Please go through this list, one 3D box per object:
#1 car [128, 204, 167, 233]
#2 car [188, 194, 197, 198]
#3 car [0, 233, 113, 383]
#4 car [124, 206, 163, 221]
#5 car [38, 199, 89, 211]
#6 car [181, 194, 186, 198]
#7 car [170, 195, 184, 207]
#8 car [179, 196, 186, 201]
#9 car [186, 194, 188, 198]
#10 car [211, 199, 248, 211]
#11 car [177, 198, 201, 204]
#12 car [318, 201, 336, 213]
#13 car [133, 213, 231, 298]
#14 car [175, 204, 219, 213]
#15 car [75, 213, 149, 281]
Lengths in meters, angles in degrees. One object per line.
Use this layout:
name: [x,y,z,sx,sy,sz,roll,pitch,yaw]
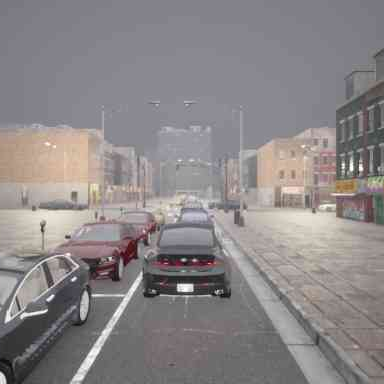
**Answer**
car: [-2.610,1.543,20.689,1.752,1.417,4.829,0,0,0]
car: [0.093,1.412,82.927,2.150,2.045,5.566,0,0,0]
car: [-2.628,1.553,4.377,2.008,1.369,4.403,0,0,0]
car: [-2.616,1.555,15.365,1.887,1.381,4.507,0,0,0]
car: [-14.610,1.494,37.993,5.357,1.411,2.033,0,0,2]
car: [-2.568,1.420,58.260,2.192,1.841,5.009,0,0,0]
car: [-2.575,1.614,52.647,1.752,1.417,4.829,0,0,0]
car: [-2.533,1.771,90.924,1.887,1.381,4.507,0,0,0]
car: [-2.546,1.708,79.866,1.752,1.417,4.829,0,0,0]
car: [4.556,1.627,41.663,4.892,1.490,1.837,1,1,12]
car: [0.052,1.505,26.236,1.882,1.535,5.008,0,0,0]
car: [18.040,1.819,41.044,4.674,1.442,1.812,1,0,0]
car: [-0.067,1.509,8.519,1.837,1.490,4.892,0,0,1]
car: [0.111,1.537,15.967,1.812,1.442,4.674,0,0,0]
car: [-2.622,1.550,9.870,1.887,1.381,4.507,0,0,0]
